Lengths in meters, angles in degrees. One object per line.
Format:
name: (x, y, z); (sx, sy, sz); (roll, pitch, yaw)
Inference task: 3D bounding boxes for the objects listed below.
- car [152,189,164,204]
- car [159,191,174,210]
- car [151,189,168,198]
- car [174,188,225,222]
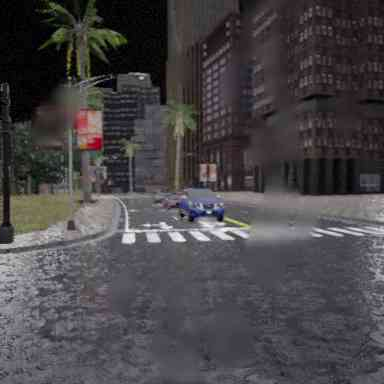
car: (-3.880, 0.732, 41.805); (1.994, 1.385, 4.181); (0, 1, -14)
car: (-1.613, 0.930, 32.021); (1.994, 1.385, 4.181); (0, 1, -13)
car: (-6.138, 0.228, 62.468); (2.128, 1.511, 4.902); (-1, 1, -18)
car: (0.457, 0.781, 22.209); (2.150, 2.045, 5.566); (0, 1, -11)
